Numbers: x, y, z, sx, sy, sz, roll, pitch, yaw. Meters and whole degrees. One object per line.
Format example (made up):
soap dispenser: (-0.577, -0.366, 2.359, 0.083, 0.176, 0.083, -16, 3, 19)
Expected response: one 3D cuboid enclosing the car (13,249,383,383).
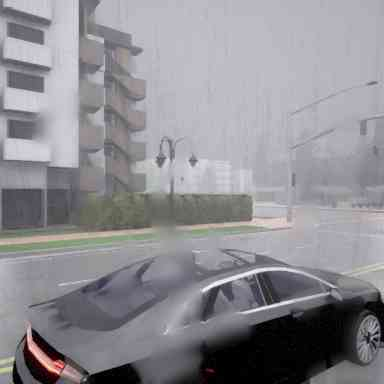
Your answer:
car: (0.551, 1.492, 4.150, 4.902, 1.511, 2.128, 0, 0, -35)
